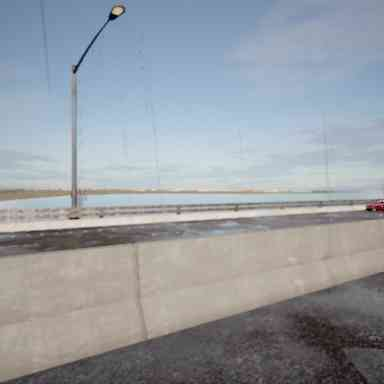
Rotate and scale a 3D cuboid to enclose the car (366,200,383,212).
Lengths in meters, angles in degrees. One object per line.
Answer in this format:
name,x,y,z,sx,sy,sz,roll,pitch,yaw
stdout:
car,20.591,1.526,35.525,4.718,1.301,1.895,0,0,-35
